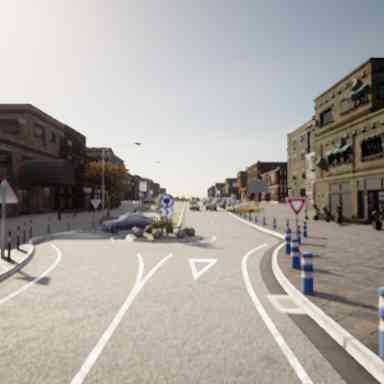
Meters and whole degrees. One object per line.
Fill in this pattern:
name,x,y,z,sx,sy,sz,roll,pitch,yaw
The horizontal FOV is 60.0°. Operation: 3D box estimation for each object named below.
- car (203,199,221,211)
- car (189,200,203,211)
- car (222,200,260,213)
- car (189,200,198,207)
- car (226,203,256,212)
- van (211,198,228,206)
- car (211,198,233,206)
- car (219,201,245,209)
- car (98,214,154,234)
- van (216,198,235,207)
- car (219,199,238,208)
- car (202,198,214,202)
car,3.462,2.594,60.488,2.128,1.511,4.902,0,0,-1
car,0.462,2.700,60.265,1.895,1.301,4.718,0,0,-1
car,8.005,2.561,52.809,5.366,1.575,1.946,0,0,-1
car,0.275,2.552,75.966,1.837,1.490,4.892,0,-1,-1
car,8.162,2.608,55.568,4.674,1.452,2.002,0,0,-1
van,7.615,2.709,91.395,4.442,1.987,1.878,0,-1,-1
car,7.769,2.587,85.886,5.566,2.045,2.435,0,-1,-1
car,8.022,2.615,66.590,5.008,1.535,2.097,0,0,-1
car,-4.988,2.431,25.954,4.674,1.442,1.812,2,-2,-40
van,7.980,2.529,80.252,4.442,1.987,1.878,0,-1,-1
car,8.065,2.598,63.834,5.008,1.535,2.097,0,0,-1
car,3.275,2.553,76.002,1.837,1.490,4.892,0,-1,-1
